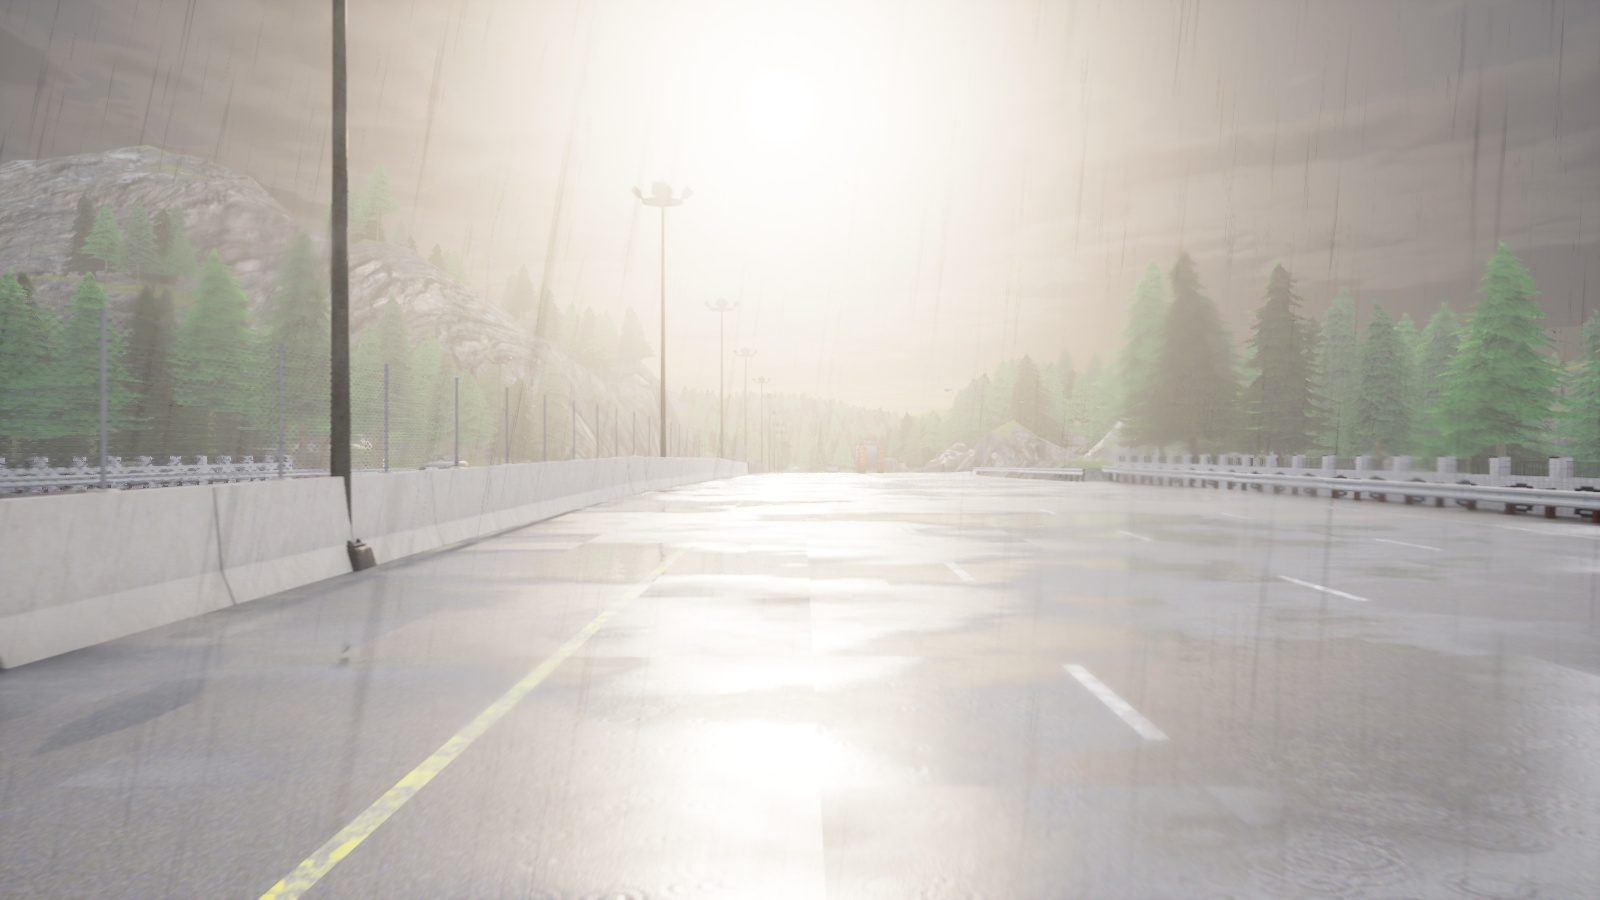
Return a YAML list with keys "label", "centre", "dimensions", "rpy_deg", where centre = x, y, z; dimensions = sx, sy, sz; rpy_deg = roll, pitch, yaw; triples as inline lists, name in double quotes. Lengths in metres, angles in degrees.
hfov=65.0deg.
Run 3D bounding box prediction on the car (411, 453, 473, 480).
- label: "car"
  centre: [-20.574, 0.934, 72.439]
  dimensions: [2.128, 1.511, 4.902]
  rpy_deg: [0, -1, 0]
